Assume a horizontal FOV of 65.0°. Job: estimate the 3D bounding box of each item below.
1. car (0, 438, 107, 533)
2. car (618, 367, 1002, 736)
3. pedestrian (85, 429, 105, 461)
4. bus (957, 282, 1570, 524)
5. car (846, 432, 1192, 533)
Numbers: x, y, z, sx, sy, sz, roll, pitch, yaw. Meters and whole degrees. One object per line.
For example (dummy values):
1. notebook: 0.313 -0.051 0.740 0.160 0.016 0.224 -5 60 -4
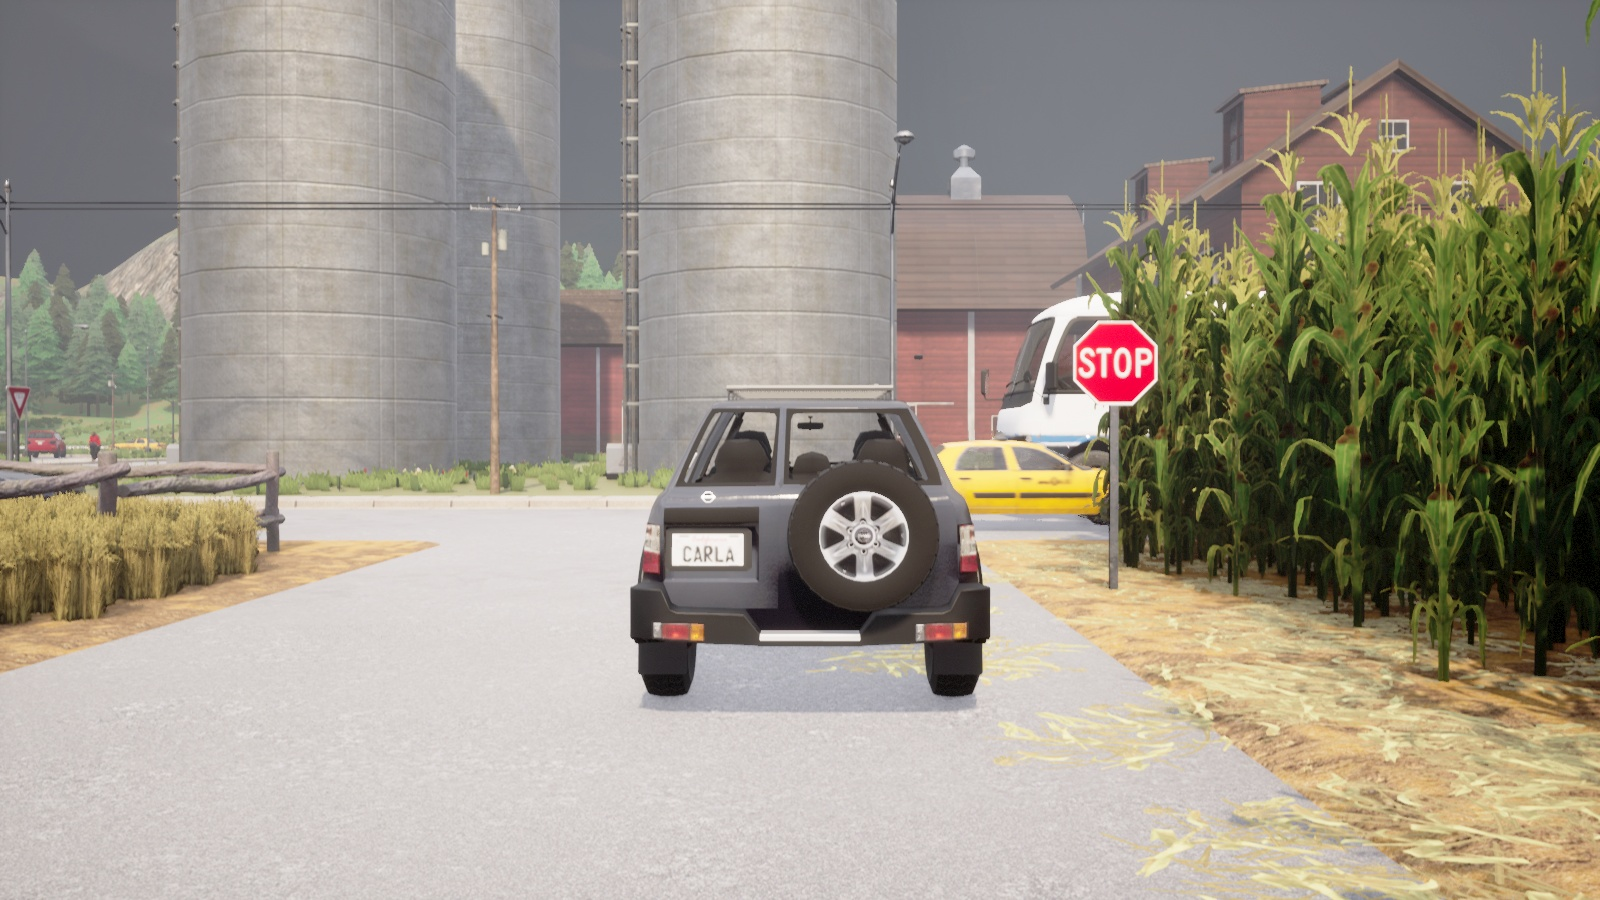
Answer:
1. car: -14.399 0.546 20.672 4.792 1.488 2.163 0 1 0
2. car: 0.071 0.488 8.617 1.932 1.855 4.605 0 1 1
3. pedestrian: -40.839 -0.310 72.719 0.634 1.844 0.899 0 1 1
4. bus: 8.374 -0.844 24.060 10.273 4.253 3.944 0 1 1
5. car: 3.467 0.500 20.596 5.366 1.575 1.801 0 1 0
